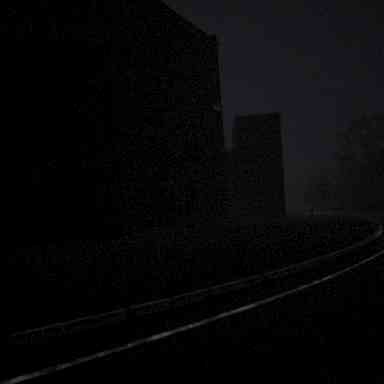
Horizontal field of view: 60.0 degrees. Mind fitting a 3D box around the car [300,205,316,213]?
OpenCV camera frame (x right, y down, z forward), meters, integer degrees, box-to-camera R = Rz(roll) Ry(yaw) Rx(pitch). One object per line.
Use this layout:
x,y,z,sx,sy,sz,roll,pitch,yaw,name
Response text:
23.042,3.335,66.135,1.882,1.535,5.008,-4,-3,-1,car
